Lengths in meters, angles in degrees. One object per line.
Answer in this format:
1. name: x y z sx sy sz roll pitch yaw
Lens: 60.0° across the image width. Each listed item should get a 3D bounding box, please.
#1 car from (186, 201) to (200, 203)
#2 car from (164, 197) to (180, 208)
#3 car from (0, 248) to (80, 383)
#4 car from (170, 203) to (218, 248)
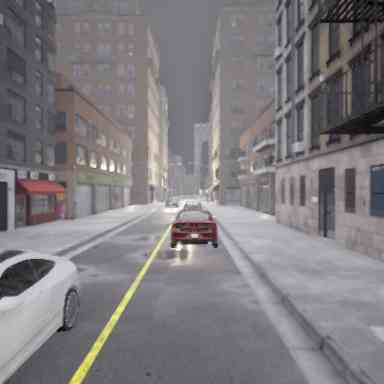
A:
1. car: 0.093 1.600 33.803 1.895 1.301 4.718 0 0 0
2. car: -2.830 1.492 47.631 2.128 1.511 4.902 0 0 0
3. car: -2.851 1.527 4.128 1.812 1.442 4.674 0 0 0
4. car: 0.097 1.480 14.935 1.882 1.535 5.008 0 0 0
